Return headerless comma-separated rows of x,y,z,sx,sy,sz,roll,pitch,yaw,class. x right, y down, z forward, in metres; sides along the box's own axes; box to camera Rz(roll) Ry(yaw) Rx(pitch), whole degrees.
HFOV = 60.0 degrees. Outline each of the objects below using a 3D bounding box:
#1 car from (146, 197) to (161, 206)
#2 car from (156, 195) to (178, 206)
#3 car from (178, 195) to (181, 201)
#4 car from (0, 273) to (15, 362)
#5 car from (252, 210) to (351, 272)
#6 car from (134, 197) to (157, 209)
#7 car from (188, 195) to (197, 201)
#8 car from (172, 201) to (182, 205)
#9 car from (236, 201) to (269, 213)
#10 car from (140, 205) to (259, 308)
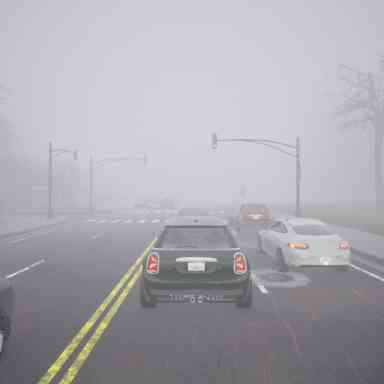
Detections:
-6.492,1.546,56.044,1.994,1.385,4.181,0,0,0,car
-3.274,1.496,44.559,1.837,1.490,4.892,0,0,0,car
-3.244,1.507,56.204,1.812,1.442,4.674,0,0,1,car
-3.348,1.506,2.654,1.837,1.490,4.892,0,0,0,car
3.350,1.526,10.616,1.812,1.442,4.674,0,0,0,car
-6.512,1.538,45.382,2.033,1.411,5.357,0,0,2,car
0.143,1.482,85.668,2.128,1.511,4.902,0,0,0,car
0.070,1.478,17.330,1.882,1.535,5.008,0,0,0,car
3.341,1.352,19.413,2.097,1.767,4.553,0,0,0,car
0.090,1.352,8.064,2.097,1.767,4.553,0,0,0,car
